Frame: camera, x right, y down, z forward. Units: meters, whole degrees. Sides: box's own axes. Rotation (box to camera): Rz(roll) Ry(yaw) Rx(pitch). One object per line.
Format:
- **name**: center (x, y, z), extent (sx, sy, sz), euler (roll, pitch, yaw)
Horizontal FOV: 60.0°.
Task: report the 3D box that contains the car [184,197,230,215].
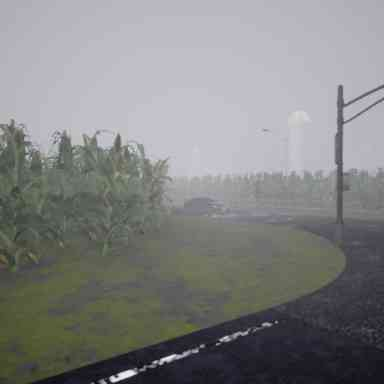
- **car**: center (1.182, 1.145, 28.795), extent (1.812, 1.442, 4.674), euler (1, 0, -39)
